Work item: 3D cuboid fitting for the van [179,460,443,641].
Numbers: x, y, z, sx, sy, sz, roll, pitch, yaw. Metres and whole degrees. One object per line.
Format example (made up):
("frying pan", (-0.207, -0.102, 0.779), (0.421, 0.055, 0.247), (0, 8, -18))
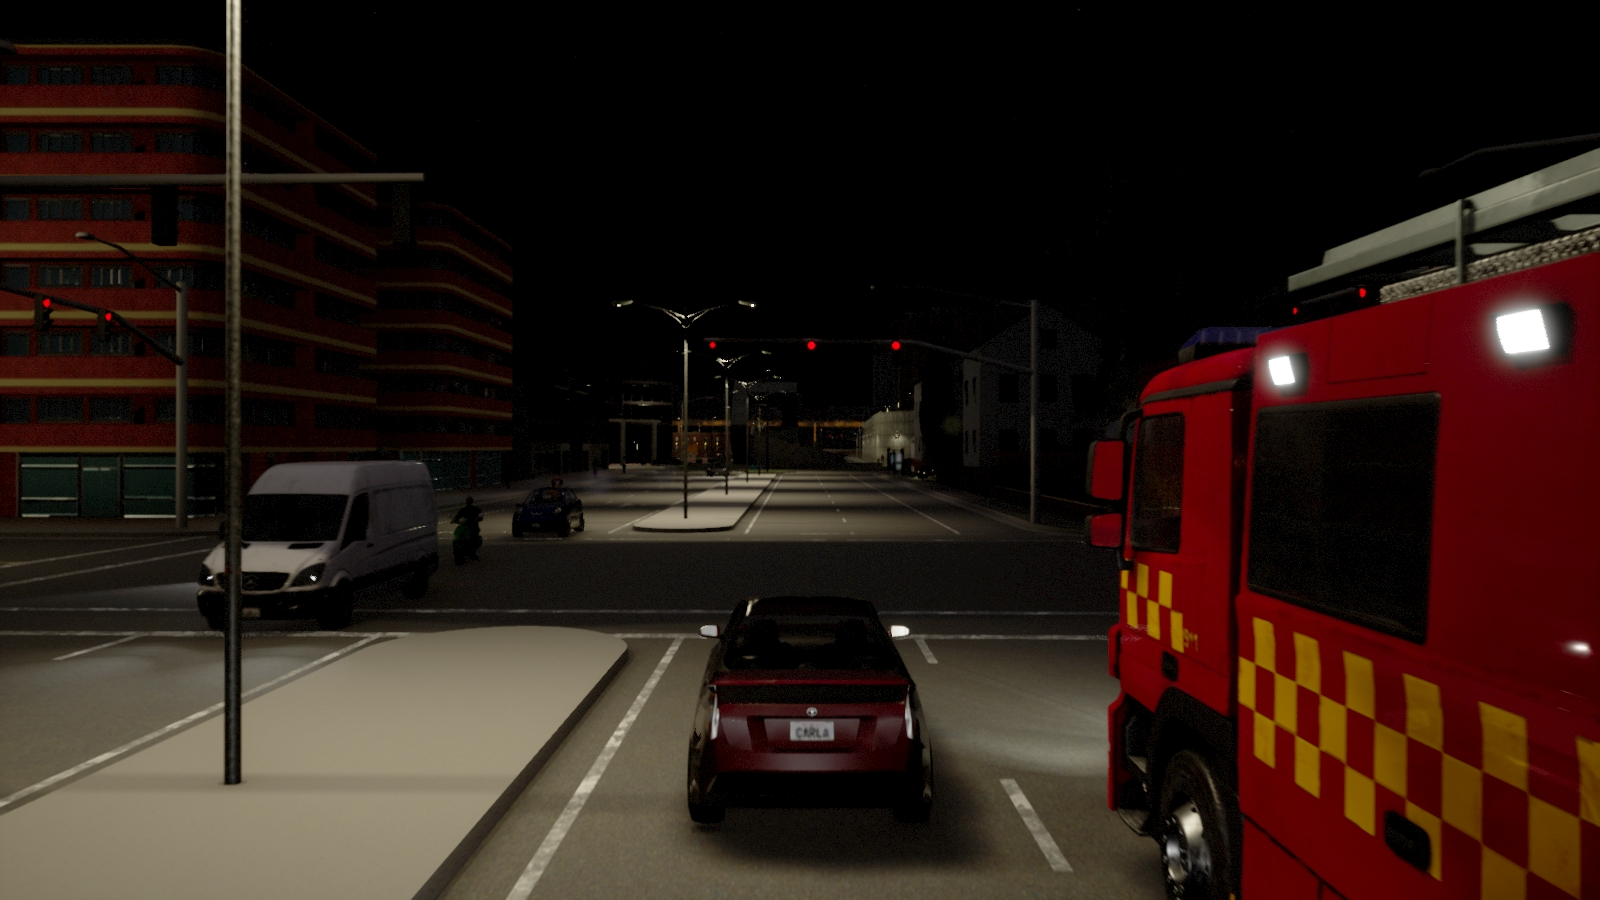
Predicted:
("van", (-8.021, 1.484, 19.538), (1.988, 2.561, 5.915), (0, 0, 0))

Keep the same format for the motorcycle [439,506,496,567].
("motorcycle", (-8.008, 2.067, 27.612), (0.856, 1.341, 1.805), (0, 0, 0))

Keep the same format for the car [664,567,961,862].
("car", (0.056, 2.022, 9.999), (2.007, 1.525, 4.514), (0, 0, -1))

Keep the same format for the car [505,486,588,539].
("car", (-8.025, 1.962, 36.511), (1.845, 1.501, 3.633), (0, 0, 0))
